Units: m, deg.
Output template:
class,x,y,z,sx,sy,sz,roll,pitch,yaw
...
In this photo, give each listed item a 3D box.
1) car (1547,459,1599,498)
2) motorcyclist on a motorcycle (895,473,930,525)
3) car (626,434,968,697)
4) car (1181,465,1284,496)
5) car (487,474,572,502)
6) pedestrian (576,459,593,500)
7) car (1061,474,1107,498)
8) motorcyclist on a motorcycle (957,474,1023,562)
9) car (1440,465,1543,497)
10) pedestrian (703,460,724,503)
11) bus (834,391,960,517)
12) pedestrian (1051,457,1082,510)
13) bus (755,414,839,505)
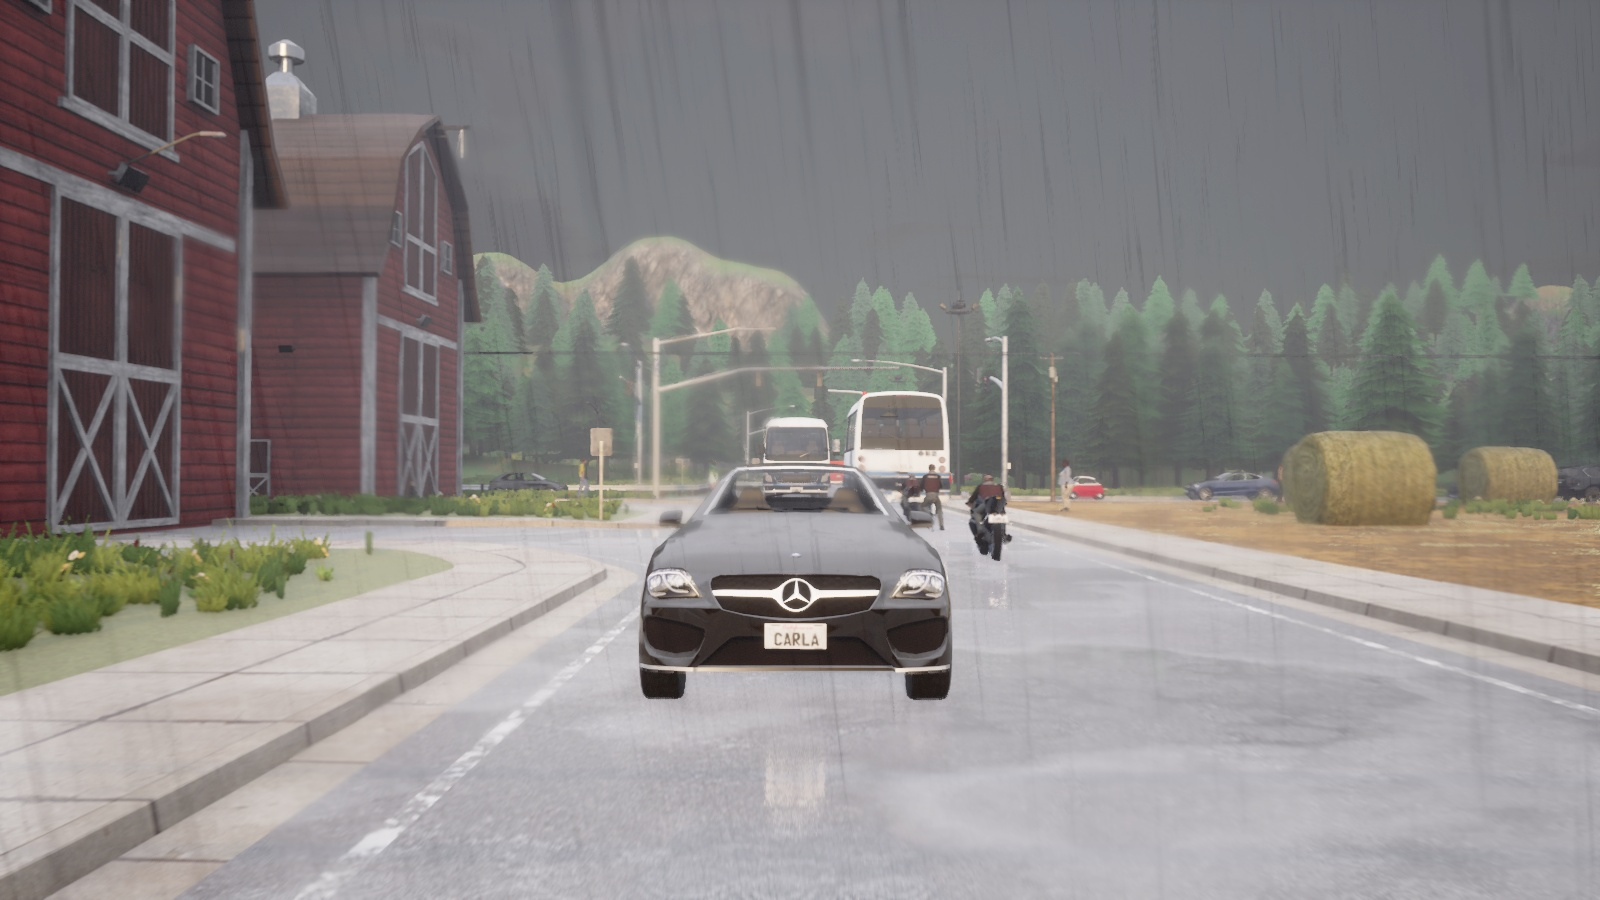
class,x,y,z,sx,sy,sz,roll,pitch,yaw
car,43.010,1.502,66.512,5.566,2.045,2.150,0,-1,1
motorcyclist on a motorcycle,3.407,1.476,38.198,0.866,1.530,2.191,0,-1,0
car,-0.027,0.768,10.450,2.152,1.651,5.027,0,-1,0
car,24.186,1.700,70.305,5.027,1.651,2.152,0,-1,1
car,-14.496,2.041,67.406,4.193,1.474,1.816,0,-1,1
pedestrian,-9.662,1.333,56.298,0.706,1.836,0.354,0,-1,-18
car,15.912,2.012,70.430,2.207,1.376,1.481,0,-1,1
motorcyclist on a motorcycle,3.445,1.207,22.992,0.866,1.530,2.191,0,-1,0
car,38.526,1.719,70.079,4.553,1.767,2.097,0,-1,1
pedestrian,-4.031,1.468,58.688,0.873,1.952,0.659,0,-1,-15
bus,3.381,0.212,47.234,3.944,4.253,10.273,0,-1,0
pedestrian,9.444,1.179,44.565,0.900,1.855,0.874,-1,-1,24
bus,-0.163,0.530,64.747,3.944,4.253,10.273,0,-1,0
